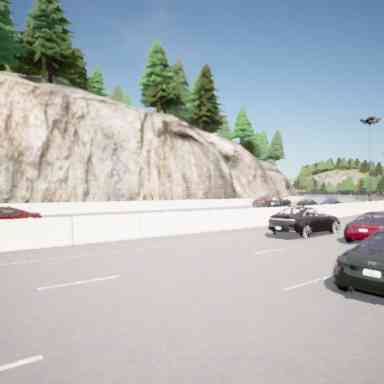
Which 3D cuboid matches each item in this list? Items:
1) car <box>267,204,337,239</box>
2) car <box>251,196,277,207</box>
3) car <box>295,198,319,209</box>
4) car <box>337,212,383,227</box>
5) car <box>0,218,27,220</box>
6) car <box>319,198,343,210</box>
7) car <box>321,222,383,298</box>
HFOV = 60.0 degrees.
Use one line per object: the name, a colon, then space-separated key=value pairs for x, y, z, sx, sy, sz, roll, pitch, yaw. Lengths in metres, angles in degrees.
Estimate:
car: x=6.010 y=1.533 z=17.595 sx=4.902 sy=1.511 sz=2.128 roll=0 pitch=0 yaw=-40
car: x=11.558 y=1.475 z=53.144 sx=2.097 sy=1.767 sz=4.553 roll=0 pitch=0 yaw=40
car: x=16.900 y=1.678 z=48.634 sx=1.994 sy=1.385 sz=4.181 roll=0 pitch=0 yaw=40
car: x=8.770 y=1.600 z=15.363 sx=4.181 sy=1.385 sz=1.994 roll=0 pitch=0 yaw=-40
car: x=-10.764 y=1.518 z=17.927 sx=5.008 sy=1.535 sz=1.882 roll=0 pitch=0 yaw=-37
car: x=19.330 y=1.634 z=46.076 sx=1.812 sy=1.442 sz=4.674 roll=0 pitch=0 yaw=40
car: x=5.140 y=1.583 z=7.834 sx=4.181 sy=1.385 sz=1.994 roll=0 pitch=0 yaw=-38
